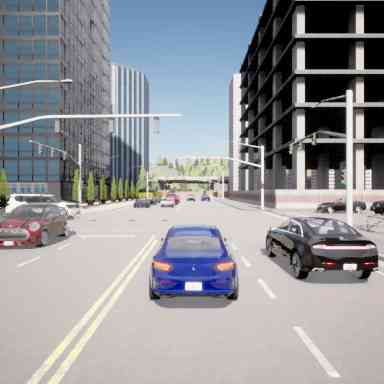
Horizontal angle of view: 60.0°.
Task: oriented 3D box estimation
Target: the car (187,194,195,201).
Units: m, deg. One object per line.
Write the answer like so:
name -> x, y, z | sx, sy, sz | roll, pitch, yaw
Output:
car -> -0.169, 1.339, 86.913 | 2.097, 1.767, 4.553 | 0, 0, 0

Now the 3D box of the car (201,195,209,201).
car -> 3.331, 1.483, 86.949 | 1.837, 1.490, 4.892 | 0, 0, 0

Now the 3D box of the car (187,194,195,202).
car -> -0.152, 1.593, 78.210 | 1.895, 1.301, 4.718 | 0, 0, 0

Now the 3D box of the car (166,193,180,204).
car -> -3.692, 1.221, 60.085 | 2.150, 2.045, 5.566 | 0, 0, 0

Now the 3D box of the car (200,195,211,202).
car -> 3.349, 1.522, 77.874 | 1.812, 1.442, 4.674 | 0, 0, 0

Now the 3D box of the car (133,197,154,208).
car -> -7.189, 1.564, 48.183 | 1.994, 1.385, 4.181 | 0, 0, 0

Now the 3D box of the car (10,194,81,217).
car -> -11.975, 1.182, 26.983 | 5.566, 2.045, 2.150 | 0, 0, -1

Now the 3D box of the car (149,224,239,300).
car -> 0.044, 1.526, 8.273 | 1.812, 1.442, 4.674 | 0, 0, 0

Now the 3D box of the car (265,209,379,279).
car -> 3.560, 1.492, 9.996 | 2.128, 1.511, 4.902 | 0, 0, -1

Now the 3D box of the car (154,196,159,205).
car -> -7.197, 1.601, 56.943 | 1.895, 1.301, 4.718 | 0, 0, 0

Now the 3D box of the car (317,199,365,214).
car -> 15.516, 1.436, 34.589 | 4.902, 1.511, 2.128 | 0, 0, 0

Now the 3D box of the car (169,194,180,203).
car -> -3.636, 1.355, 70.075 | 2.097, 1.767, 4.553 | 0, 0, 0

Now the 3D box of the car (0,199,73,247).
car -> -7.091, 1.353, 14.770 | 2.097, 1.767, 4.553 | 0, 0, -5

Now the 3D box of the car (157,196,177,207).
car -> -3.694, 1.601, 50.311 | 1.895, 1.301, 4.718 | 0, 0, 0

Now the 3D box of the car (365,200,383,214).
car -> 19.762, 1.166, 31.100 | 5.566, 2.045, 2.150 | 0, 0, 0

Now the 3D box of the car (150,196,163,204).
car -> -7.150, 1.547, 67.572 | 2.033, 1.411, 5.357 | 0, 0, 0
